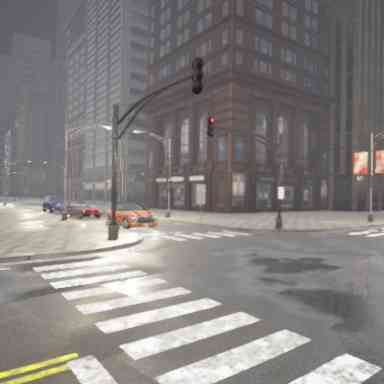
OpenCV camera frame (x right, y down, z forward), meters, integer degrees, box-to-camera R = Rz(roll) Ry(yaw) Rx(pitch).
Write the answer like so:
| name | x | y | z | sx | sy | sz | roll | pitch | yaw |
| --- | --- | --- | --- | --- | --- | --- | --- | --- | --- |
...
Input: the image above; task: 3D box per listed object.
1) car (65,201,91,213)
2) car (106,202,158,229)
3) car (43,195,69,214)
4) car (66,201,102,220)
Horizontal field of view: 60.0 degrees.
| name | x | y | z | sx | sy | sz | roll | pitch | yaw |
| --- | --- | --- | --- | --- | --- | --- | --- | --- | --- |
| car | -14.693 | 1.841 | 42.863 | 1.994 | 1.385 | 4.181 | 1 | -1 | -36 |
| car | -4.140 | 1.506 | 22.706 | 2.097 | 1.767 | 4.553 | 1 | -1 | -36 |
| car | -15.960 | 1.429 | 39.175 | 2.150 | 2.045 | 5.566 | 1 | -1 | -36 |
| car | -9.967 | 1.781 | 30.805 | 1.895 | 1.301 | 4.718 | 1 | -1 | -36 |
